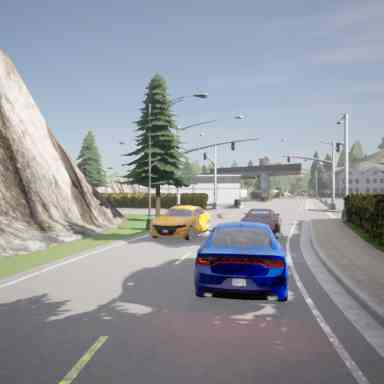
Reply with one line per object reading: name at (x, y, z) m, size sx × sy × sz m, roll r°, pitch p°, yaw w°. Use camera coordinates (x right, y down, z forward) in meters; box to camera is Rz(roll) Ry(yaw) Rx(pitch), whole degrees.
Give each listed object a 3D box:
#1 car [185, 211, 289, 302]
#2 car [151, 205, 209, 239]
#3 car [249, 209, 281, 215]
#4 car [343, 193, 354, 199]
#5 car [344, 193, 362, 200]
car at (1.281, 1.478, 8.440) m, size 1.882 × 1.535 × 5.008 m, roll 0°, pitch 0°, yaw 10°
car at (-0.429, 1.477, 17.125) m, size 1.882 × 1.535 × 5.008 m, roll 0°, pitch 0°, yaw 18°
car at (3.677, 1.564, 17.631) m, size 1.994 × 1.385 × 4.181 m, roll 0°, pitch 0°, yaw 17°
car at (38.469, 1.361, 80.034) m, size 3.806 × 1.475 × 1.970 m, roll 0°, pitch 0°, yaw 19°
car at (40.119, 1.077, 82.984) m, size 3.866 × 1.878 × 1.905 m, roll 0°, pitch 0°, yaw 19°
